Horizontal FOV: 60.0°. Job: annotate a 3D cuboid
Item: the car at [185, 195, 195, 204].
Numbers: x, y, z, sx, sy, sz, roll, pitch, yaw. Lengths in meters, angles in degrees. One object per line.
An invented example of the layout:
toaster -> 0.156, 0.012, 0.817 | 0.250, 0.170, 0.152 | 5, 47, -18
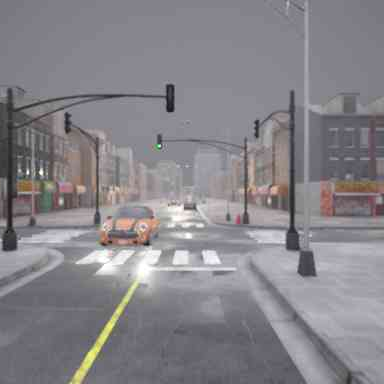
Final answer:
car -> -0.555, 1.733, 77.701 | 2.192, 1.841, 5.009 | 0, 0, -1

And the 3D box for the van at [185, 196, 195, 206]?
van -> -0.401, 1.660, 60.885 | 1.690, 1.788, 3.998 | 0, 0, -1

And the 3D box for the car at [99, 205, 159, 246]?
car -> -2.767, 1.431, 15.530 | 2.097, 1.767, 4.553 | 0, 0, 0

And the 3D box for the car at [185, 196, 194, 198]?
car -> -0.299, 1.784, 49.843 | 1.752, 1.417, 4.829 | 0, 0, -1

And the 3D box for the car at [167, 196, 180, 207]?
car -> -2.987, 1.590, 55.580 | 2.097, 1.767, 4.553 | 0, 0, -1

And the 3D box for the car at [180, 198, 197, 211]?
car -> -0.246, 1.794, 44.068 | 1.947, 1.339, 4.313 | 0, 0, -1

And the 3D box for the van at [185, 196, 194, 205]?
van -> -0.452, 1.692, 66.491 | 1.690, 1.788, 3.998 | 0, 0, -1

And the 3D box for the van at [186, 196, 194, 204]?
van -> -0.504, 1.725, 72.095 | 1.690, 1.788, 3.998 | 0, 0, -1
